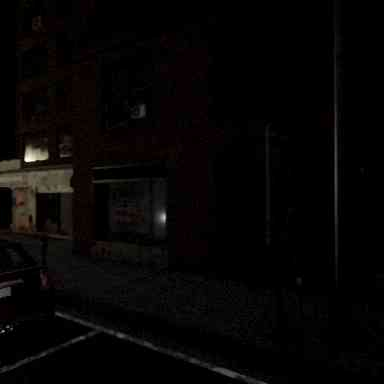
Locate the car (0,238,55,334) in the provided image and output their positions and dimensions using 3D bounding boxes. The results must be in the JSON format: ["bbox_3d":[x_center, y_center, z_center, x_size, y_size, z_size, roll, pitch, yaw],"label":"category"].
[{"bbox_3d":[-4.332,1.506,5.935,4.097,1.590,1.967,-1,0,35],"label":"car"}]
